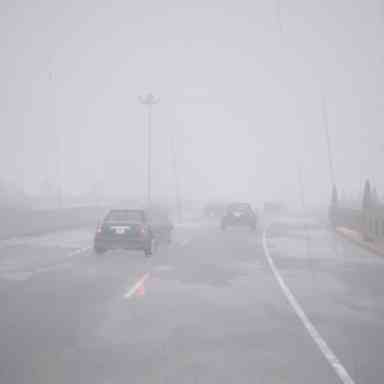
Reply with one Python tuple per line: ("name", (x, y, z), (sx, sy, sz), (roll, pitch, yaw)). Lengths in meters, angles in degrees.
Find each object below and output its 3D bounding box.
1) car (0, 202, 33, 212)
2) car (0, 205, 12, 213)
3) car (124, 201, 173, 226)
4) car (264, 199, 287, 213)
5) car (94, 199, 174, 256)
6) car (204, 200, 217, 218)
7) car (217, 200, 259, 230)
("car", (-16.557, 1.548, 29.419), (1.895, 1.301, 4.718), (0, 0, 17))
("car", (-6.391, 1.327, 7.213), (2.097, 1.767, 4.553), (0, 0, 5))
("car", (-3.099, 1.514, 24.917), (1.837, 1.490, 4.892), (0, 0, 16))
("car", (9.629, 1.563, 38.248), (1.882, 1.535, 5.008), (0, 0, 26))
("car", (-2.122, 1.355, 13.360), (2.097, 1.767, 4.553), (0, 0, 8))
("car", (2.545, 1.548, 30.829), (1.837, 1.490, 4.892), (0, 0, 20))
("car", (3.200, 1.389, 21.486), (2.097, 1.767, 4.553), (0, 0, 14))
